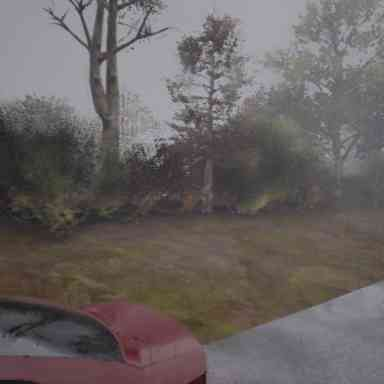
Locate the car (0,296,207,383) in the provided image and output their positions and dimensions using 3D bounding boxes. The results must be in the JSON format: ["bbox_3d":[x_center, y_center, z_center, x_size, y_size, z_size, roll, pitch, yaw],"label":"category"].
[{"bbox_3d":[-2.170,1.443,1.572,5.008,1.535,1.882,0,1,-36],"label":"car"}]
